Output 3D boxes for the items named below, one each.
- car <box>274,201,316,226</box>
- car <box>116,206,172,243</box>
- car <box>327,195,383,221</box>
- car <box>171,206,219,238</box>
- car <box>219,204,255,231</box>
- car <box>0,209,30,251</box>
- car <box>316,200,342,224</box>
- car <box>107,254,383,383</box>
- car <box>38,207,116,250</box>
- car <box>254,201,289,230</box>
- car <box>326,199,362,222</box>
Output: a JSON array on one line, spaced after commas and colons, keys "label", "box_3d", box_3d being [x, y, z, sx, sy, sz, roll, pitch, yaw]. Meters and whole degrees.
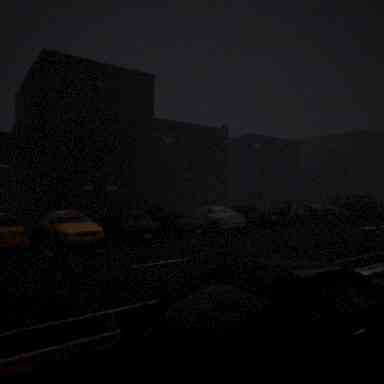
[{"label": "car", "box_3d": [5.691, 1.379, 22.848, 2.185, 1.767, 4.553, 0, 0, -36]}, {"label": "car", "box_3d": [-3.276, 1.510, 16.429, 2.163, 1.488, 4.792, 0, 0, -36]}, {"label": "car", "box_3d": [12.382, 1.285, 27.713, 2.435, 2.045, 5.566, 0, 0, -36]}, {"label": "car", "box_3d": [-1.036, 1.514, 18.033, 2.163, 1.488, 4.792, 0, 0, -36]}, {"label": "car", "box_3d": [1.161, 1.530, 19.640, 2.002, 1.452, 4.674, 0, 0, -36]}, {"label": "car", "box_3d": [-7.890, 1.472, 13.389, 1.946, 1.575, 5.366, 0, 0, -36]}, {"label": "car", "box_3d": [7.918, 1.514, 24.474, 2.097, 1.535, 5.008, 0, 0, -36]}, {"label": "car", "box_3d": [1.332, 1.529, 4.082, 4.674, 1.442, 1.812, 0, 0, -35]}, {"label": "car", "box_3d": [-5.427, 1.475, 14.697, 1.946, 1.575, 5.366, 0, 0, -36]}, {"label": "car", "box_3d": [3.414, 1.526, 21.292, 2.163, 1.488, 4.792, 0, 0, -36]}, {"label": "car", "box_3d": [10.172, 1.554, 26.059, 2.163, 1.488, 4.792, 0, 0, -36]}]
